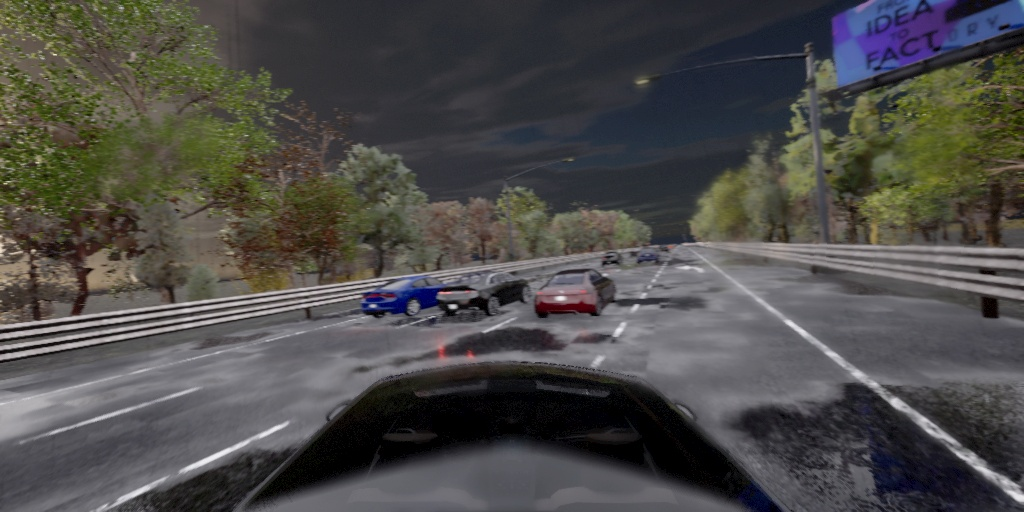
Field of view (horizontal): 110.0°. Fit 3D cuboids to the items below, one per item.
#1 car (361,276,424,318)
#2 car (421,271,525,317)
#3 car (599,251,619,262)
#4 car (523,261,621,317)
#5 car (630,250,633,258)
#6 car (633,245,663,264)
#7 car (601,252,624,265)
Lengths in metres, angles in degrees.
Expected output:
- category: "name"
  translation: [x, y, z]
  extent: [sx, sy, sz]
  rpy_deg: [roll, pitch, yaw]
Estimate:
- category: "car"
  translation: [-3.996, 1.579, 15.250]
  extent: [1.882, 1.535, 5.008]
  rpy_deg: [-5, 0, 25]
- category: "car"
  translation: [-0.871, 1.320, 13.692]
  extent: [2.128, 1.511, 4.902]
  rpy_deg: [-5, 0, 25]
- category: "car"
  translation: [15.433, 0.026, 56.550]
  extent: [2.033, 1.411, 5.357]
  rpy_deg: [-5, 0, 25]
- category: "car"
  translation: [2.251, 1.121, 12.135]
  extent: [1.994, 1.385, 4.181]
  rpy_deg: [-5, 0, 25]
- category: "car"
  translation: [21.127, -0.521, 60.471]
  extent: [1.882, 1.535, 5.008]
  rpy_deg: [-5, 0, 25]
- category: "car"
  translation: [14.850, -0.162, 38.951]
  extent: [2.097, 1.767, 4.553]
  rpy_deg: [-5, 0, 25]
- category: "car"
  translation: [10.896, 0.335, 38.728]
  extent: [1.837, 1.490, 4.892]
  rpy_deg: [-5, 0, 25]
